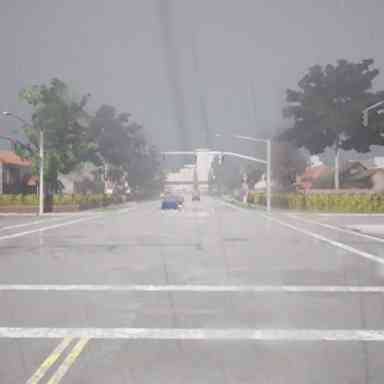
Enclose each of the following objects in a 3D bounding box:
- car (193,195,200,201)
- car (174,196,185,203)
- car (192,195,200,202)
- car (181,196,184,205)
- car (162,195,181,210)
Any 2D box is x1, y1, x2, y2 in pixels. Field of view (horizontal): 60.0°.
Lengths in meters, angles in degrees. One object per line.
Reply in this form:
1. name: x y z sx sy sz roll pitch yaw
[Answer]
1. car: 1.082 1.507 89.442 1.812 1.442 4.674 0 0 0
2. car: -2.558 1.535 69.825 2.033 1.411 5.357 0 0 0
3. car: 1.008 1.494 79.044 1.837 1.490 4.892 0 0 0
4. car: -2.740 1.347 56.465 2.097 1.767 4.553 0 0 1
5. car: -2.847 1.474 43.235 1.882 1.535 5.008 0 0 0
